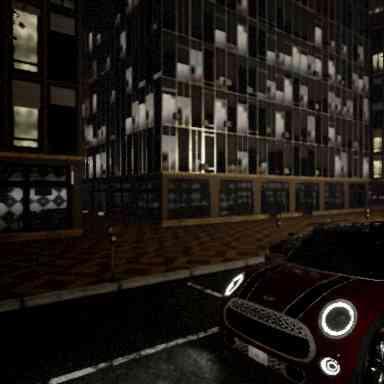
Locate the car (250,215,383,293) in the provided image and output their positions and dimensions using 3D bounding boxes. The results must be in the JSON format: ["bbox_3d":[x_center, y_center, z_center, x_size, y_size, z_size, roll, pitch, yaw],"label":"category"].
[{"bbox_3d":[3.936,1.496,9.363,4.403,1.369,2.008,0,1,-36],"label":"car"}]

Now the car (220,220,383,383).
[{"bbox_3d":[2.601,1.319,5.235,4.553,1.767,2.097,0,0,-36],"label":"car"}]

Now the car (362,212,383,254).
[{"bbox_3d":[8.570,1.473,12.669,4.313,1.339,1.947,0,1,-36],"label":"car"}]
